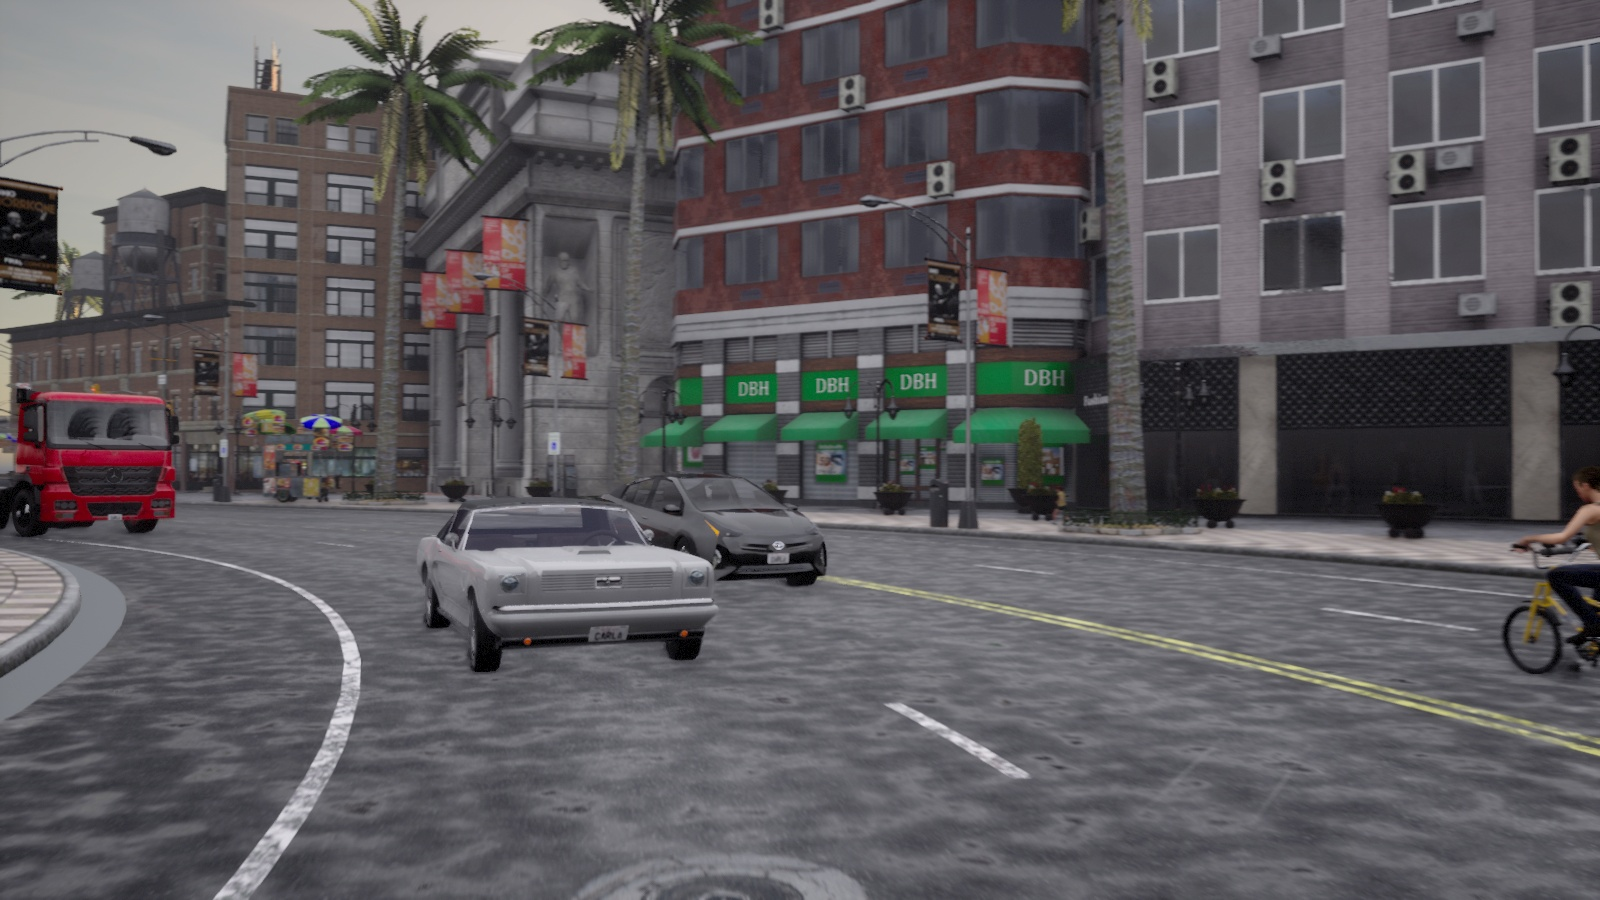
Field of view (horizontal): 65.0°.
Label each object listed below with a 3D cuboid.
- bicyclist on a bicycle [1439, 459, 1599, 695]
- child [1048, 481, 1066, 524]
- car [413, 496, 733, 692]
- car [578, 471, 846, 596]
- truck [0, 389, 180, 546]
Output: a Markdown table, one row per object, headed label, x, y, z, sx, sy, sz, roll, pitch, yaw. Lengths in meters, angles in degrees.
| label | x | y | z | sx | sy | sz | roll | pitch | yaw |
| --- | --- | --- | --- | --- | --- | --- | --- | --- | --- |
| bicyclist on a bicycle | 5.718 | 0.878 | 9.386 | 0.866 | 1.612 | 1.509 | -1 | -1 | -15 |
| child | 6.748 | 1.368 | 33.000 | 0.255 | 1.110 | 0.394 | 1 | -1 | -45 |
| car | -2.313 | 1.121 | 11.526 | 1.895 | 1.301 | 4.718 | 0 | -1 | -23 |
| car | -1.407 | 1.068 | 17.833 | 2.007 | 1.525 | 4.514 | 0 | -1 | -30 |
| truck | -18.755 | 0.461 | 31.492 | 7.936 | 3.462 | 2.891 | -1 | -1 | 41 |
